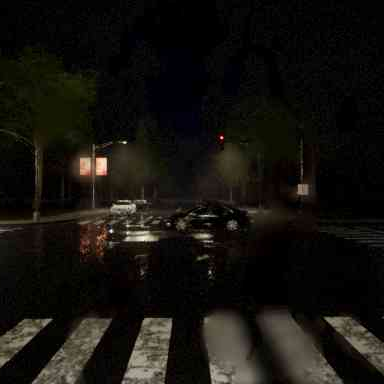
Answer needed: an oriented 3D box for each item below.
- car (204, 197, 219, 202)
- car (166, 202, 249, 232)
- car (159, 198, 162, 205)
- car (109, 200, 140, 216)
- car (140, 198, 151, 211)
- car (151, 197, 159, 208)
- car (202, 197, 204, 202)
[{"bbox_3d":[3.305,1.575,52.803,1.882,1.535,5.008,0,0,0],"label":"car"},{"bbox_3d":[0.889,1.506,19.681,4.892,1.490,1.837,0,0,0],"label":"car"},{"bbox_3d":[-6.606,1.684,61.160,2.033,1.411,5.357,0,0,0],"label":"car"},{"bbox_3d":[-6.616,1.553,32.404,1.812,1.442,4.674,0,0,0],"label":"car"},{"bbox_3d":[-6.622,1.650,41.415,1.895,1.301,4.718,0,0,0],"label":"car"},{"bbox_3d":[-6.631,1.612,50.507,1.812,1.442,4.674,0,0,0],"label":"car"},{"bbox_3d":[3.194,1.714,72.520,1.812,1.442,4.674,0,0,0],"label":"car"}]
